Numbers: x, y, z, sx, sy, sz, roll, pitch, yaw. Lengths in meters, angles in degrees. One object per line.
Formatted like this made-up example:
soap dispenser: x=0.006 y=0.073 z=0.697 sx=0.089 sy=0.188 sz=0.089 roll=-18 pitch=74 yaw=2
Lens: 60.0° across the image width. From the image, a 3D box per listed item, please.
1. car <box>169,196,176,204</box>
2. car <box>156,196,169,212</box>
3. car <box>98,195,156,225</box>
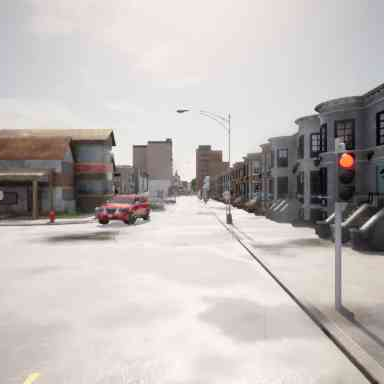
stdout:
car: x=-4.014 y=1.547 z=63.895 sx=2.033 sy=1.411 sz=5.357 roll=0 pitch=0 yaw=0
car: x=-4.101 y=1.502 z=39.458 sx=1.837 sy=1.490 sz=4.892 roll=0 pitch=1 yaw=0
car: x=-4.726 y=1.223 z=24.323 sx=2.150 sy=2.045 sz=5.566 roll=0 pitch=0 yaw=12
